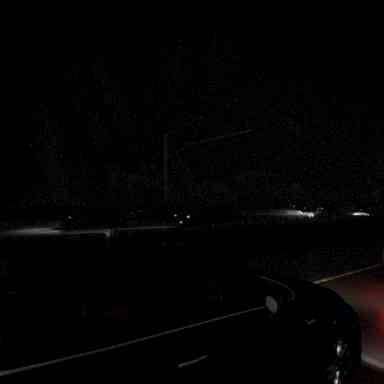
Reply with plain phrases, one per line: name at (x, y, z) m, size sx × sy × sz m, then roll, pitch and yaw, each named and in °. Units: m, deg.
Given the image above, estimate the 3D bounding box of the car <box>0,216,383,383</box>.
car at (-0.128, 1.351, 3.654) m, size 4.553 × 1.767 × 2.097 m, roll 0°, pitch 0°, yaw -36°

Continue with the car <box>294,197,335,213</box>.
car at (13.221, 1.460, 35.236) m, size 4.181 × 1.385 × 1.994 m, roll 0°, pitch 0°, yaw -36°

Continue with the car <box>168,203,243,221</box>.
car at (1.100, 1.582, 22.062) m, size 4.718 × 1.301 × 1.895 m, roll 0°, pitch 0°, yaw -36°

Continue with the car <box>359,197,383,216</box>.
car at (17.577, 1.443, 29.748) m, size 5.357 × 1.411 × 2.033 m, roll 0°, pitch 0°, yaw -36°

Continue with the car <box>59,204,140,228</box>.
car at (-6.007, 1.515, 21.237) m, size 4.674 × 1.442 × 1.812 m, roll 0°, pitch 0°, yaw -36°

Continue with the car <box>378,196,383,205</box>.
car at (32.318, 1.287, 53.459) m, size 5.357 × 1.411 × 2.033 m, roll 0°, pitch 0°, yaw -36°

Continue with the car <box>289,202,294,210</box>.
car at (13.772, 1.382, 39.971) m, size 4.892 × 1.490 × 1.837 m, roll 0°, pitch 0°, yaw -36°

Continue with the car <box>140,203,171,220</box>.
car at (-2.806, 1.588, 27.878) m, size 4.718 × 1.301 × 1.895 m, roll 0°, pitch 0°, yaw -36°

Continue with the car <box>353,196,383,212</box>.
car at (19.354, 1.415, 35.378) m, size 5.357 × 1.411 × 2.033 m, roll 0°, pitch 0°, yaw -36°
